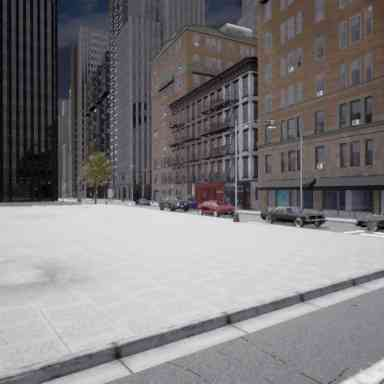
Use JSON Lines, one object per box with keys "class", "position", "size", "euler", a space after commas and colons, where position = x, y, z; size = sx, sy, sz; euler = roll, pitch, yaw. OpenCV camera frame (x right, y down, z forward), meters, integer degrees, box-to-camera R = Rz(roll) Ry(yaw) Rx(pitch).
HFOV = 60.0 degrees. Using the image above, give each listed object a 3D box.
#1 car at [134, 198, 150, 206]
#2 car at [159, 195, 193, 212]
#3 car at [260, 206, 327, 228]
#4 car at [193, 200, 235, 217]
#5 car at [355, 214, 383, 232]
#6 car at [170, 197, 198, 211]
{"class": "car", "position": [-9.333, 1.876, 62.179], "size": [1.994, 1.385, 4.181], "euler": [0, 0, -26]}
{"class": "car", "position": [-2.392, 1.410, 41.993], "size": [2.150, 2.045, 5.566], "euler": [0, 0, -27]}
{"class": "car", "position": [6.920, 1.675, 23.068], "size": [1.895, 1.301, 4.718], "euler": [0, 0, -26]}
{"class": "car", "position": [2.288, 1.607, 32.466], "size": [1.882, 1.535, 5.008], "euler": [0, 0, -26]}
{"class": "car", "position": [12.172, 1.579, 18.543], "size": [5.357, 1.411, 2.033], "euler": [0, 0, 43]}
{"class": "car", "position": [-1.151, 1.547, 45.564], "size": [2.097, 1.767, 4.553], "euler": [0, 0, -26]}
